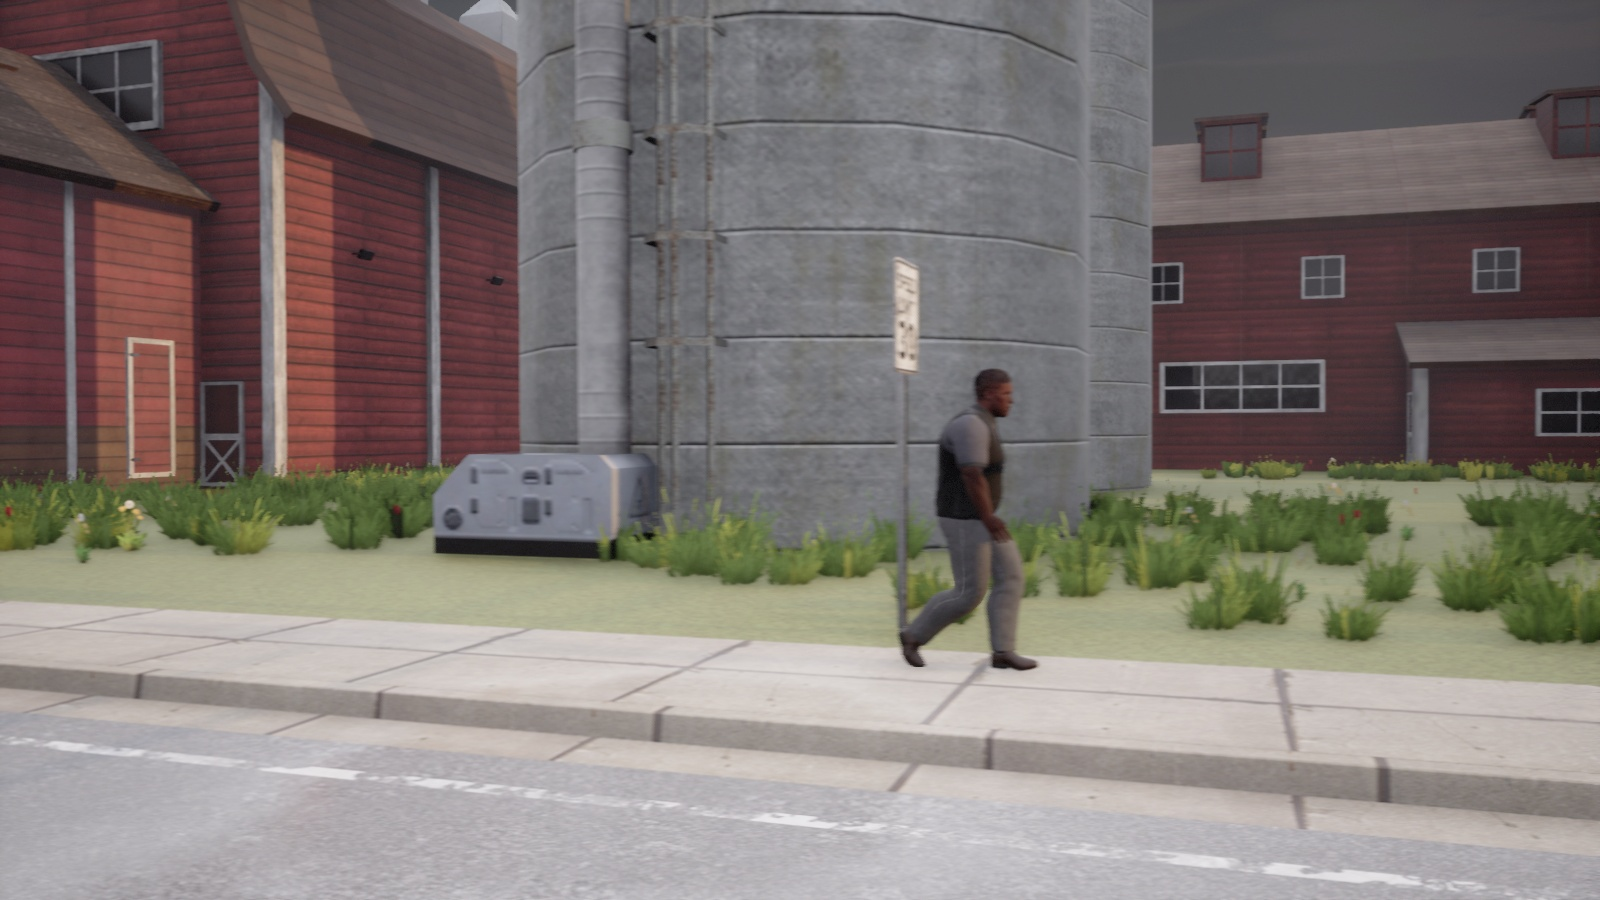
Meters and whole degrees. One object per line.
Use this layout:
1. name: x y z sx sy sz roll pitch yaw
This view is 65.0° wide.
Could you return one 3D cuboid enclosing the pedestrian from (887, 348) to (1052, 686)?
1. pedestrian: 1.004 0.367 7.382 0.849 1.883 0.563 1 1 19
